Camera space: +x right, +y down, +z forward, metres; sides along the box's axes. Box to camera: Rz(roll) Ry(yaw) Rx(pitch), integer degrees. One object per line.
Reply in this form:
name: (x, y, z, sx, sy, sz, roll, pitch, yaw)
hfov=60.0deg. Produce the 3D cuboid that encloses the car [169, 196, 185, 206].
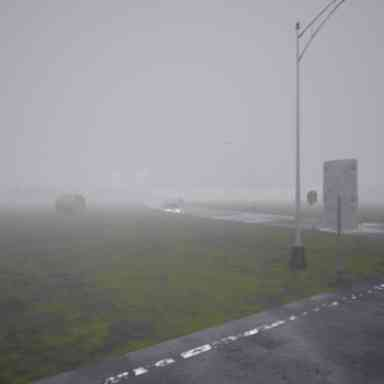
car: (-2.546, 1.489, 55.003, 1.837, 1.490, 4.892, -1, 0, -12)

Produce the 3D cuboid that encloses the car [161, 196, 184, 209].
car: (-3.001, 1.579, 45.807, 1.994, 1.385, 4.181, -1, 0, -17)

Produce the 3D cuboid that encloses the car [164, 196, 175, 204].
car: (-4.533, 1.537, 65.777, 2.033, 1.411, 5.357, -1, 0, -6)
